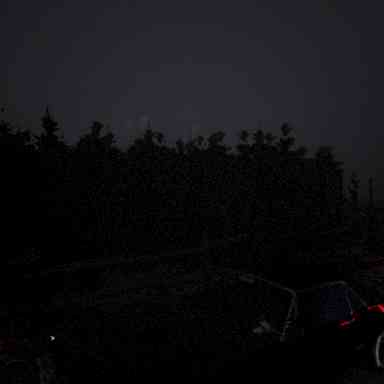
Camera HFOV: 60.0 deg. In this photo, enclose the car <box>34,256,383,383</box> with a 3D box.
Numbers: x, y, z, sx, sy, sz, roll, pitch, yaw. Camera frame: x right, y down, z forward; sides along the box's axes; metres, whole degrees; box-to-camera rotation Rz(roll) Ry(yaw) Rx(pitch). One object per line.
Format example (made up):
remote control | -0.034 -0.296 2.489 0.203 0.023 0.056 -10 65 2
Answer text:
car | 0.761 1.579 4.010 4.718 1.301 1.895 -1 0 -35
